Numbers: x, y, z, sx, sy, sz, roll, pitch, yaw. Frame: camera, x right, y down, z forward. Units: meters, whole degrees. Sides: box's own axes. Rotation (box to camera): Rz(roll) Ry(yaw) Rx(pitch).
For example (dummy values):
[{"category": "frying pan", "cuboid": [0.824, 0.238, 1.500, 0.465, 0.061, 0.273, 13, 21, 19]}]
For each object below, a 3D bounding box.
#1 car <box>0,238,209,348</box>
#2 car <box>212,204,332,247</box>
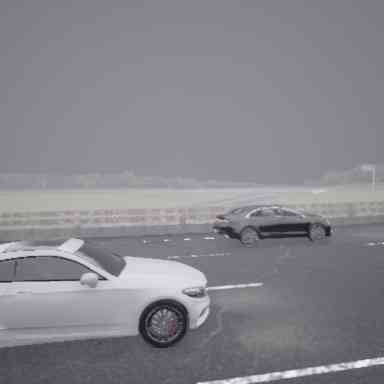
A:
[{"category": "car", "cuboid": [-2.069, 1.486, 5.234, 4.674, 1.442, 1.812, -1, 1, -10]}, {"category": "car", "cuboid": [3.241, 1.251, 13.480, 4.902, 1.511, 2.128, -1, 1, -14]}]
